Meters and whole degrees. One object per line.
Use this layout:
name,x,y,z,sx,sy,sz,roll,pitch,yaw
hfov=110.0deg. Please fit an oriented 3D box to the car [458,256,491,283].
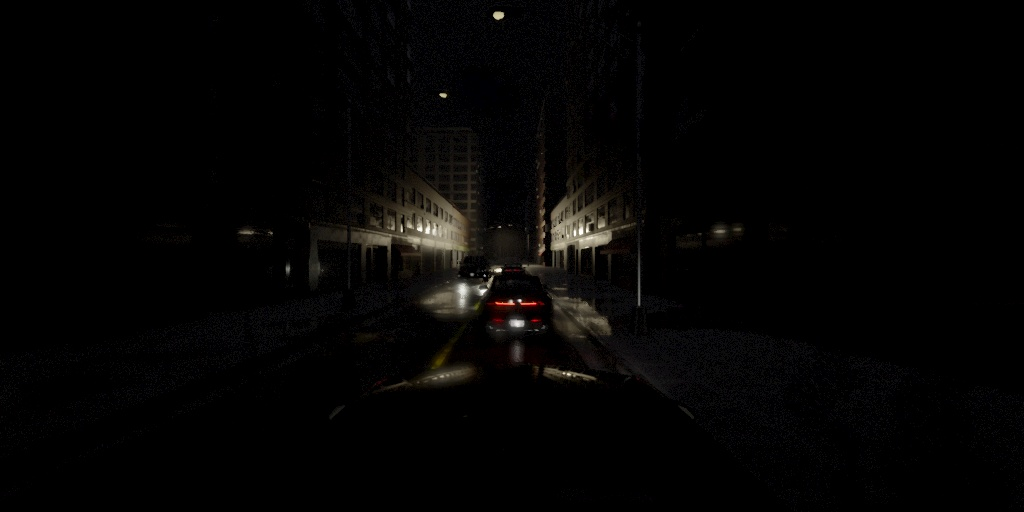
car,-2.852,0.979,28.372,2.150,2.045,5.566,0,0,0

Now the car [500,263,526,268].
car,0.094,1.249,28.168,2.128,1.511,4.902,0,0,0

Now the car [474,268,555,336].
car,0.105,1.256,10.385,1.837,1.490,4.892,0,0,0
